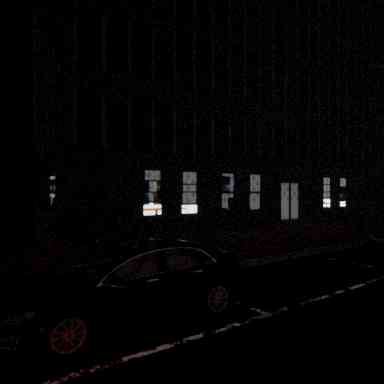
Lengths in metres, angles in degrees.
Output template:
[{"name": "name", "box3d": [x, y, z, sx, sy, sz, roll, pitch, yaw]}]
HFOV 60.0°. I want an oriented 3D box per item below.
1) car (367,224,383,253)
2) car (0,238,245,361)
[{"name": "car", "box3d": [8.245, 1.578, 12.451, 4.206, 1.307, 1.802, 0, 0, -36]}, {"name": "car", "box3d": [-1.019, 1.550, 5.835, 4.403, 1.369, 2.008, 0, 0, -36]}]
